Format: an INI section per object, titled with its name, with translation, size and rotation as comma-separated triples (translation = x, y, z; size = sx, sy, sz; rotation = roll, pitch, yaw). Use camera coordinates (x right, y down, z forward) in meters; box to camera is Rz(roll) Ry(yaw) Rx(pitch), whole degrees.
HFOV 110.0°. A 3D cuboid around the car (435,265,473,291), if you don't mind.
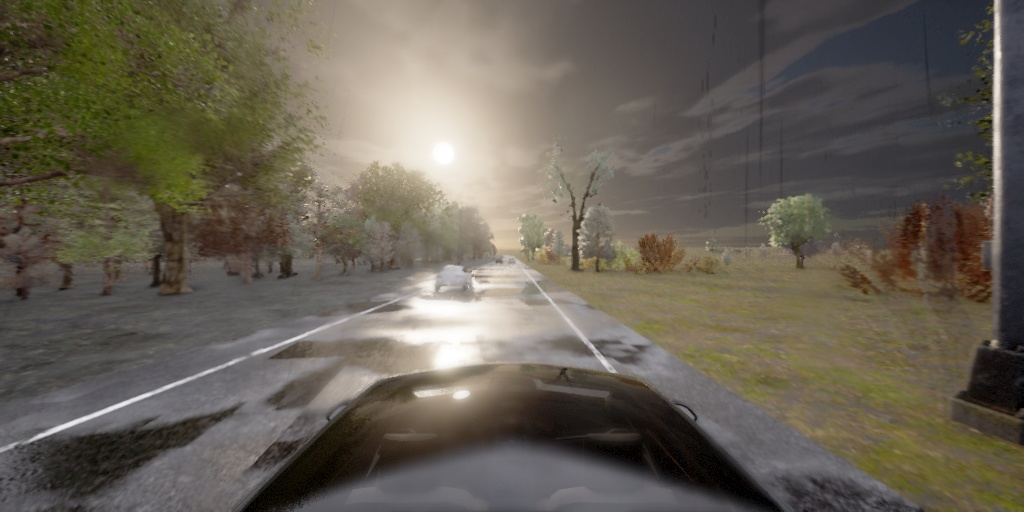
[car]
translation = -3.502, 1.298, 22.088
size = 1.812, 1.442, 4.674
rotation = 0, 0, 0
